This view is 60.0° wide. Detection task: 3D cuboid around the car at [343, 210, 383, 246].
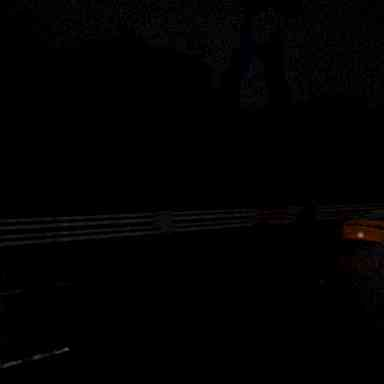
[{"bbox_3d":[8.417,1.484,14.051,5.008,1.535,1.882,0,0,-35],"label":"car"}]
